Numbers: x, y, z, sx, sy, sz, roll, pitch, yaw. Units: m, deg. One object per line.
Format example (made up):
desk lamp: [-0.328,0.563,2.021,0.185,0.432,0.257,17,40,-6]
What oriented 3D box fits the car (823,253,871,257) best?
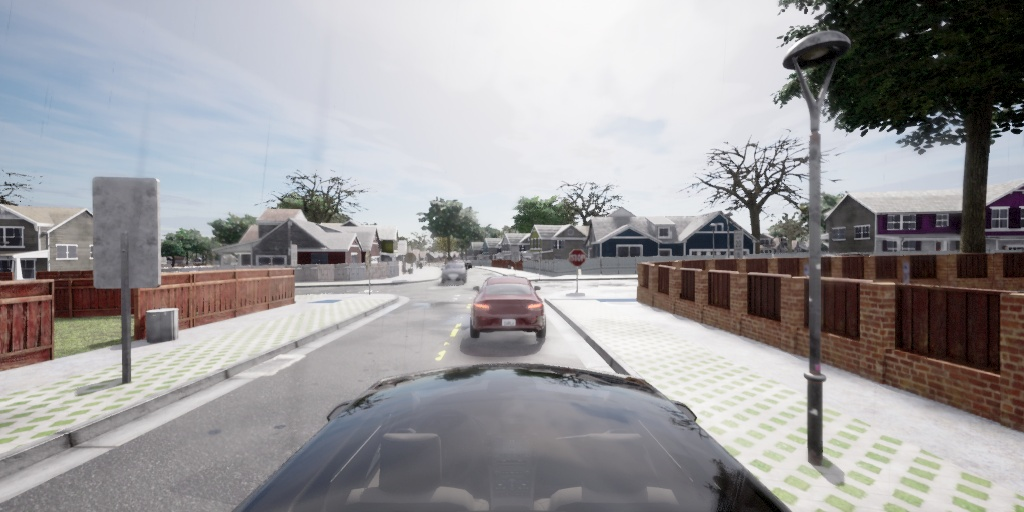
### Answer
car: [21.459,0.612,23.795,4.553,1.767,2.097,-1,0,7]

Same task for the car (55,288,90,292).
car: [-25.938,1.962,19.268,4.718,1.301,1.895,-1,1,-11]

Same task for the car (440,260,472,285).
car: [-4.302,1.300,27.114,2.128,1.511,4.902,-1,0,-6]

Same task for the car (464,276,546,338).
car: [-0.133,1.280,10.065,1.812,1.442,4.674,0,0,-2]
